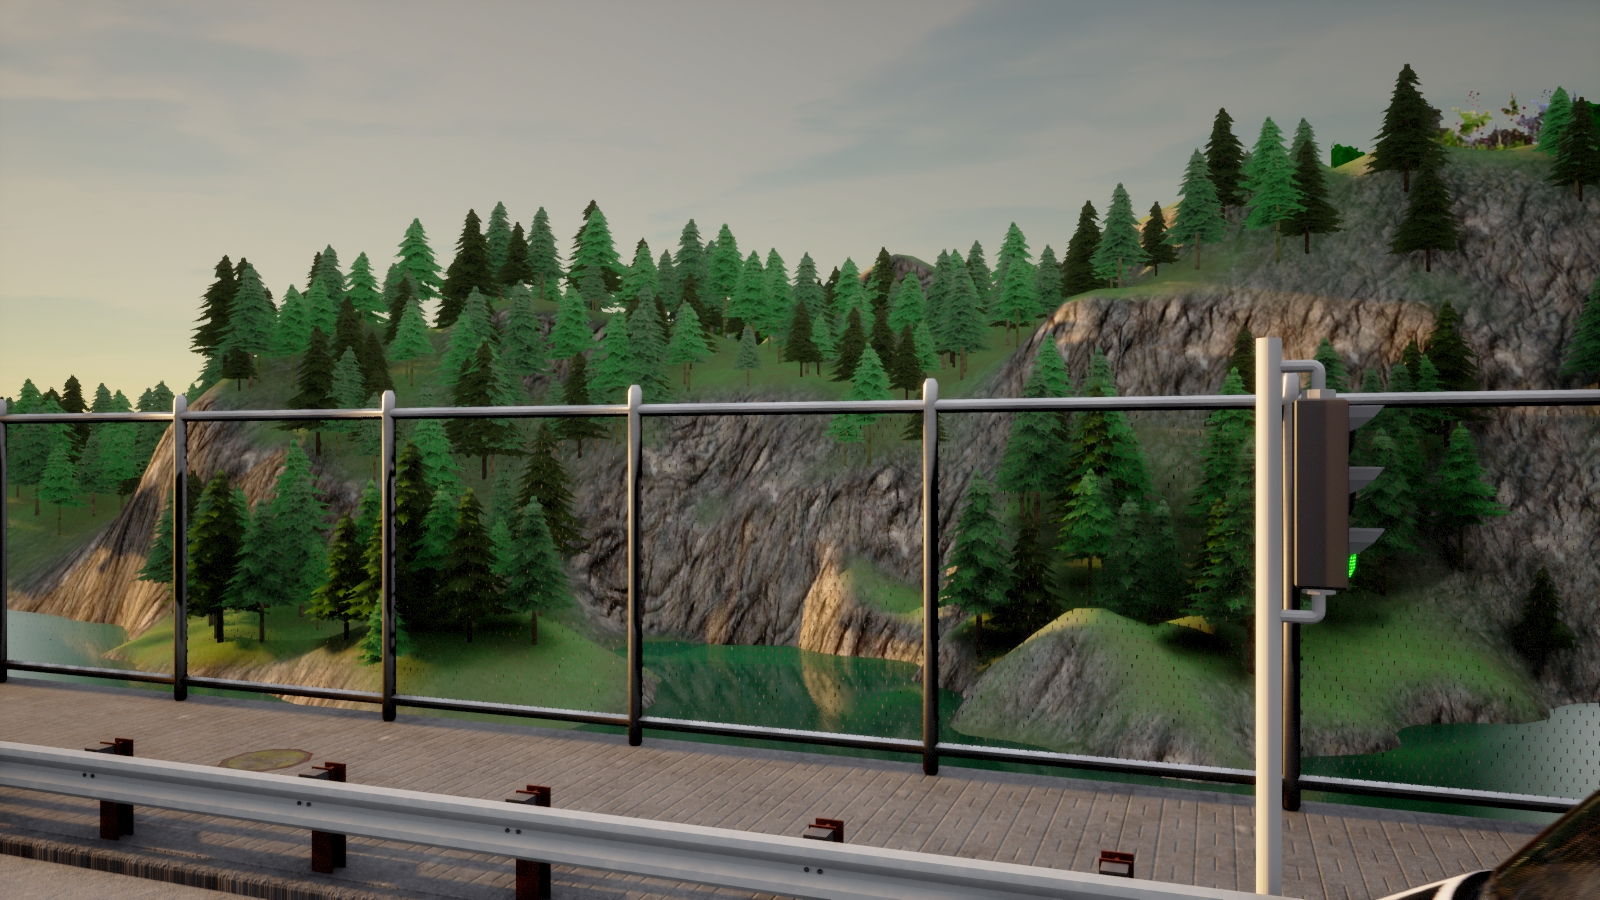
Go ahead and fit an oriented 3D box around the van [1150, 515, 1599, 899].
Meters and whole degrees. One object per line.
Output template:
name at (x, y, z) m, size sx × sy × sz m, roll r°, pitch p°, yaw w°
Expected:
van at (3.883, 1.534, 2.414) m, size 5.915 × 2.561 × 1.988 m, roll 0°, pitch 0°, yaw 20°
